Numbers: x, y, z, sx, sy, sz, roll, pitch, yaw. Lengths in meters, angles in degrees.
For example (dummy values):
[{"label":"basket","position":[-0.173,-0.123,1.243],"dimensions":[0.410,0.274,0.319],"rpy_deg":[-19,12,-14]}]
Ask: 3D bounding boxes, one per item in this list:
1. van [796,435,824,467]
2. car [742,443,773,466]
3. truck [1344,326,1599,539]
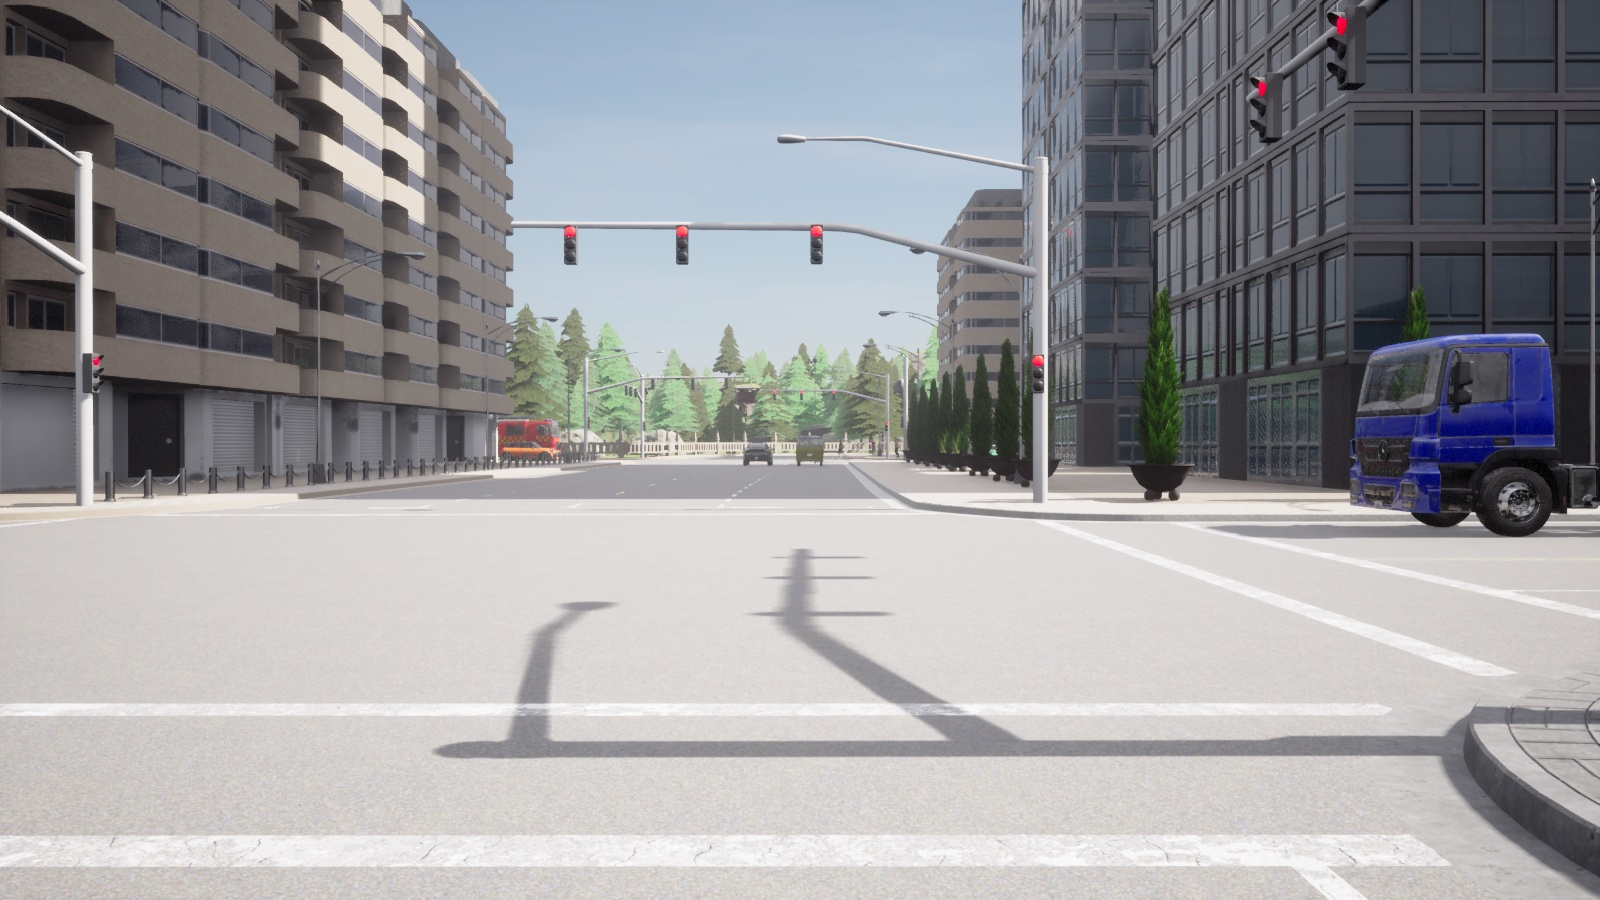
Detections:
[{"label":"van","position":[0.655,0.041,81.252],"dimensions":[1.775,1.987,4.442],"rpy_deg":[0,0,1]},{"label":"car","position":[-2.794,0.274,84.086],"dimensions":[1.837,1.490,4.892],"rpy_deg":[0,0,1]},{"label":"truck","position":[14.035,-0.292,21.786],"dimensions":[7.936,3.462,2.891],"rpy_deg":[0,0,1]}]
